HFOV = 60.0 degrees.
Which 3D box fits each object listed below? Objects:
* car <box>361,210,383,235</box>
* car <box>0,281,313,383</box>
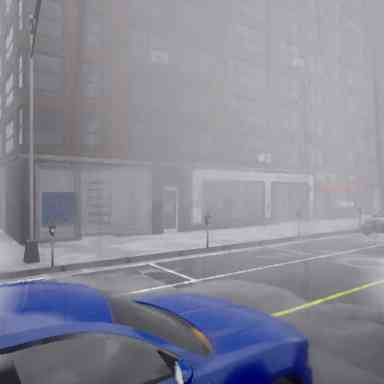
[{"bbox_3d":[10.616,1.582,17.470,4.206,1.307,1.802,0,0,-35],"label":"car"},{"bbox_3d":[-1.141,1.477,2.466,5.008,1.535,1.882,0,0,-35],"label":"car"}]
